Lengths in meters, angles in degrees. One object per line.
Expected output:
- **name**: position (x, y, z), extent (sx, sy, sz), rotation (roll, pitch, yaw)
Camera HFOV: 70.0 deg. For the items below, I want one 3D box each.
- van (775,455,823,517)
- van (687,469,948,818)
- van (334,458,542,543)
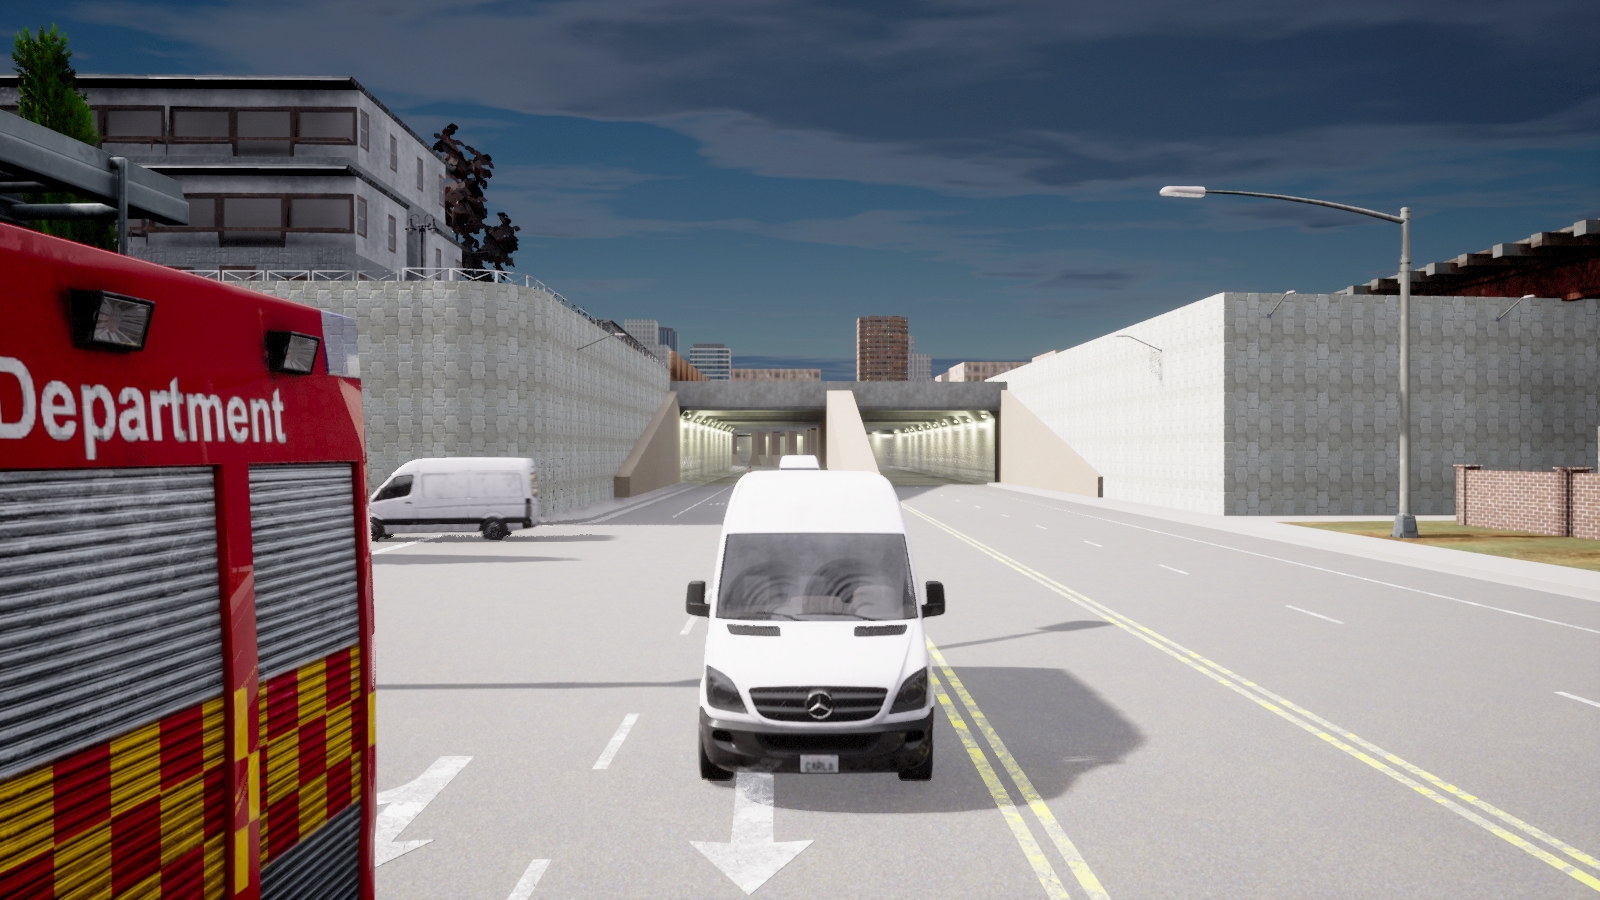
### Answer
- **van**: position (-0.042, 1.534, 51.012), extent (1.988, 2.561, 5.915), rotation (0, 0, 0)
- **van**: position (0.125, 1.532, 11.698), extent (1.988, 2.561, 5.915), rotation (0, 0, 0)
- **van**: position (-11.231, 1.534, 35.818), extent (5.915, 2.561, 1.988), rotation (0, 0, -6)
